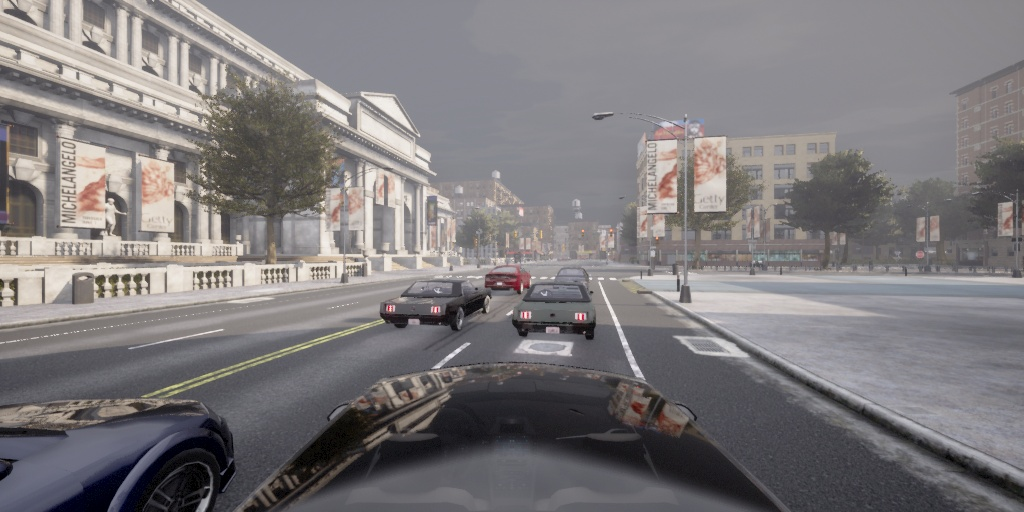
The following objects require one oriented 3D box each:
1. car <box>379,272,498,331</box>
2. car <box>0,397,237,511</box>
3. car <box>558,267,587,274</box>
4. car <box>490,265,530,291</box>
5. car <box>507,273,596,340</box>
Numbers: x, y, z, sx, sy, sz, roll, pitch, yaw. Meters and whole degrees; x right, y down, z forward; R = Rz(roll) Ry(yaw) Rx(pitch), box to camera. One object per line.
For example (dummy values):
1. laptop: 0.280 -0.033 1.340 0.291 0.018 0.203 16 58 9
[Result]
1. car: -2.009 1.351 11.102 1.895 1.301 4.718 0 0 11
2. car: -3.156 1.314 1.114 1.994 1.385 4.181 0 0 -1
3. car: 3.279 1.297 19.436 2.033 1.411 5.357 0 0 12
4. car: -0.114 1.228 20.251 1.882 1.535 5.008 0 0 12
5. car: 1.335 1.351 10.088 1.895 1.301 4.718 0 0 11
